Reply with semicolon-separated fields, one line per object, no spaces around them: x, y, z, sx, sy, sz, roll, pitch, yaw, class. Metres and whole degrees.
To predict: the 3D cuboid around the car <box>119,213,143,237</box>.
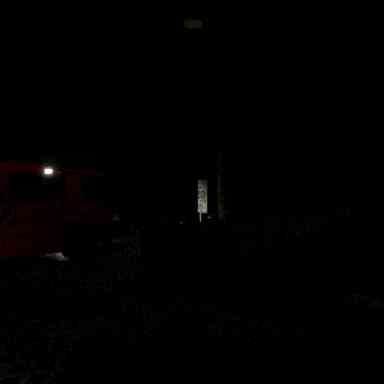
-5.041;1.791;18.163;2.033;1.411;5.357;0;0;36;car

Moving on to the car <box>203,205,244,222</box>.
2.809;1.848;29.018;2.128;1.511;4.902;0;0;36;car

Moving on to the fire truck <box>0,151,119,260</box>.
-6.738;0.515;10.911;2.891;3.827;8.468;0;-1;36;fire truck
